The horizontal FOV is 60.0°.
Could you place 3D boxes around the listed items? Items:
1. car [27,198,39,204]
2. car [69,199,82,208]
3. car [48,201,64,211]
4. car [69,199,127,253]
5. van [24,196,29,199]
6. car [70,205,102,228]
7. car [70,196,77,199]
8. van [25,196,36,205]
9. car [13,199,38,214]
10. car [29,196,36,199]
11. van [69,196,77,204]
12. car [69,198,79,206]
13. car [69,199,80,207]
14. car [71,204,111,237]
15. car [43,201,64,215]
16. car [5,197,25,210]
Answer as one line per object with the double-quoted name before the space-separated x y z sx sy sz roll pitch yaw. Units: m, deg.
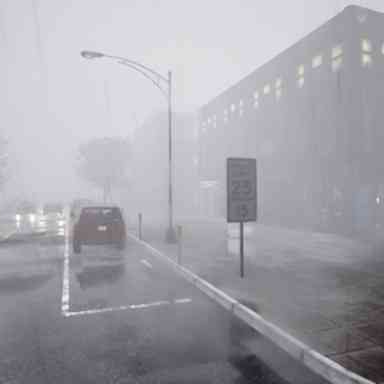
"car" -35.148 2.011 73.526 2.008 1.369 4.403 1 -1 -20
"car" -19.550 1.890 55.693 2.008 1.369 4.403 1 -1 -20
"car" -18.947 1.891 46.350 1.895 1.301 4.718 0 0 -20
"car" -4.049 1.401 14.148 2.192 1.841 5.009 1 -1 -20
"van" -27.396 1.682 52.755 1.690 1.788 3.998 1 -1 -20
"car" -7.926 1.702 24.533 2.008 1.369 4.403 1 -1 -20
"car" -9.862 1.498 29.729 2.192 1.841 5.009 1 -1 -20
"van" -33.208 1.772 68.334 1.690 1.788 3.998 1 -1 -20
"car" -19.697 1.858 39.780 1.895 1.301 4.718 0 0 -20
"car" -31.272 1.841 63.141 1.967 1.590 4.097 1 -1 -20
"van" -27.299 1.800 76.470 1.690 1.788 3.998 1 -1 -20
"car" -23.485 1.926 66.240 1.752 1.417 4.829 1 -1 -20
"car" -21.488 1.952 60.886 1.802 1.307 4.206 1 -1 -20
"car" -5.987 1.559 19.340 1.967 1.590 4.097 1 -1 -20
"car" -15.430 1.712 37.081 1.882 1.535 5.008 0 0 -20
"car" -25.401 1.835 47.401 1.752 1.417 4.829 1 -1 -20
